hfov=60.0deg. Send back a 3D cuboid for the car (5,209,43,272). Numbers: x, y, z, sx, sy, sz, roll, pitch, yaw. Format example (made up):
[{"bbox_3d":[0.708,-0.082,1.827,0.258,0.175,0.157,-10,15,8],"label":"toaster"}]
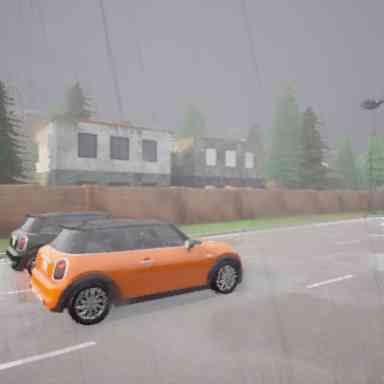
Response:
[{"bbox_3d":[-3.042,1.372,10.174,4.553,1.767,2.097,0,0,-36],"label":"car"}]

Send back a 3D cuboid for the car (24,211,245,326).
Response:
[{"bbox_3d":[-0.967,1.372,7.354,4.553,1.767,2.097,0,0,-35],"label":"car"}]
